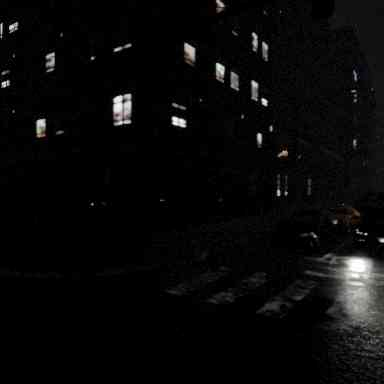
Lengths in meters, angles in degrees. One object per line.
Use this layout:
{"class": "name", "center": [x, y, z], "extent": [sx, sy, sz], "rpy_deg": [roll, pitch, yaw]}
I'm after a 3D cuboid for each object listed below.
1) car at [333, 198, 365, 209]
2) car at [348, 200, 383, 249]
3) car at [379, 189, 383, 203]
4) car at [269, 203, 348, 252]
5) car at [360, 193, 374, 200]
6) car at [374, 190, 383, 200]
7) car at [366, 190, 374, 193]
{"class": "car", "center": [7.531, 1.215, 17.317], "extent": [1.752, 1.417, 4.829], "rpy_deg": [1, 2, 35]}
{"class": "car", "center": [7.392, 1.267, 12.662], "extent": [1.837, 1.490, 4.892], "rpy_deg": [0, 1, 33]}
{"class": "car", "center": [26.753, 0.541, 44.841], "extent": [2.192, 1.841, 5.009], "rpy_deg": [1, 2, 35]}
{"class": "car", "center": [4.441, 1.316, 12.892], "extent": [2.008, 1.369, 4.403], "rpy_deg": [1, 2, 35]}
{"class": "car", "center": [14.003, 1.077, 26.587], "extent": [1.887, 1.381, 4.507], "rpy_deg": [1, 2, 35]}
{"class": "car", "center": [13.120, 0.845, 20.805], "extent": [2.150, 2.045, 5.566], "rpy_deg": [1, 1, 36]}
{"class": "car", "center": [17.192, 0.771, 31.146], "extent": [2.192, 1.841, 5.009], "rpy_deg": [1, 2, 35]}
